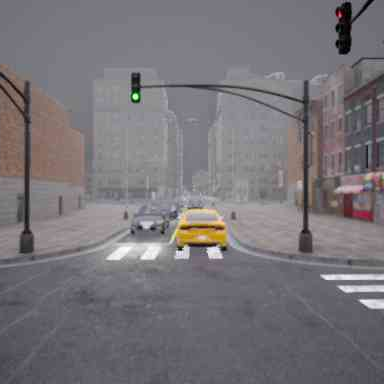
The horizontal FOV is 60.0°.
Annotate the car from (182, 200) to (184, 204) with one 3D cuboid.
[{"bbox_3d":[-2.265,1.631,39.136,1.895,1.301,4.718,0,0,0],"label":"car"}]

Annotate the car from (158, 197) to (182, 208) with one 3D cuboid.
[{"bbox_3d":[-2.279,1.372,29.075,2.097,1.767,4.553,0,0,0],"label":"car"}]

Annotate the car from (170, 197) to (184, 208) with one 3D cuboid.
[{"bbox_3d":[-2.207,1.544,49.337,1.837,1.490,4.892,0,0,0],"label":"car"}]

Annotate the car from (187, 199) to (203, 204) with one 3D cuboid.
[{"bbox_3d":[0.403,1.584,39.870,2.033,1.411,5.357,0,0,0],"label":"car"}]

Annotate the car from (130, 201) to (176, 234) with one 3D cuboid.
[{"bbox_3d":[-2.282,1.501,19.140,2.128,1.511,4.902,0,0,0],"label":"car"}]

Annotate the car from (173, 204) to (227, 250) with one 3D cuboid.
[{"bbox_3d":[0.390,1.487,14.347,1.882,1.535,5.008,0,0,0],"label":"car"}]
